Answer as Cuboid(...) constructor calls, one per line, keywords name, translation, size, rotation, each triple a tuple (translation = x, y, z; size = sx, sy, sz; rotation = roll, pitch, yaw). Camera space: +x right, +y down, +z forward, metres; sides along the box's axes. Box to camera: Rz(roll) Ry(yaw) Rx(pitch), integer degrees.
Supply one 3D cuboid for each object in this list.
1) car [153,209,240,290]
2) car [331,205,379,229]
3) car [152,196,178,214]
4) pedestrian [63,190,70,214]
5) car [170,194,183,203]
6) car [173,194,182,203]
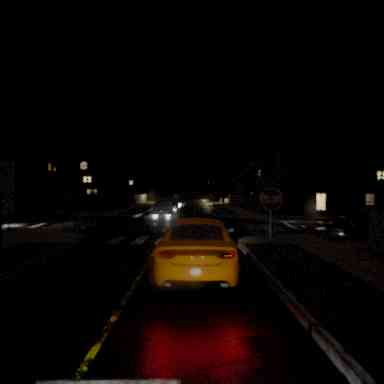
Cuboid(name="car", translation=(0.153, 1.436, 9.047), size=(1.882, 1.535, 5.008), rotation=(0, 0, 2))
Cuboid(name="car", translation=(11.972, 1.625, 22.330), size=(5.008, 1.535, 1.882), rotation=(1, 2, 1))
Cuboid(name="car", translation=(-2.861, 1.395, 33.835), size=(2.033, 1.411, 5.357), rotation=(0, 0, 0))
Cuboid(name="pedestrian", translation=(-9.681, 0.753, 25.557), size=(0.375, 1.860, 0.375), rotation=(0, 0, 1))
Cuboid(name="car", translation=(-2.773, 1.206, 60.800), size=(2.128, 1.511, 4.902), rotation=(0, 1, 1))
Cuboid(name="car", translation=(-2.835, 1.338, 46.038), size=(2.033, 1.411, 5.357), rotation=(0, 0, 0))
